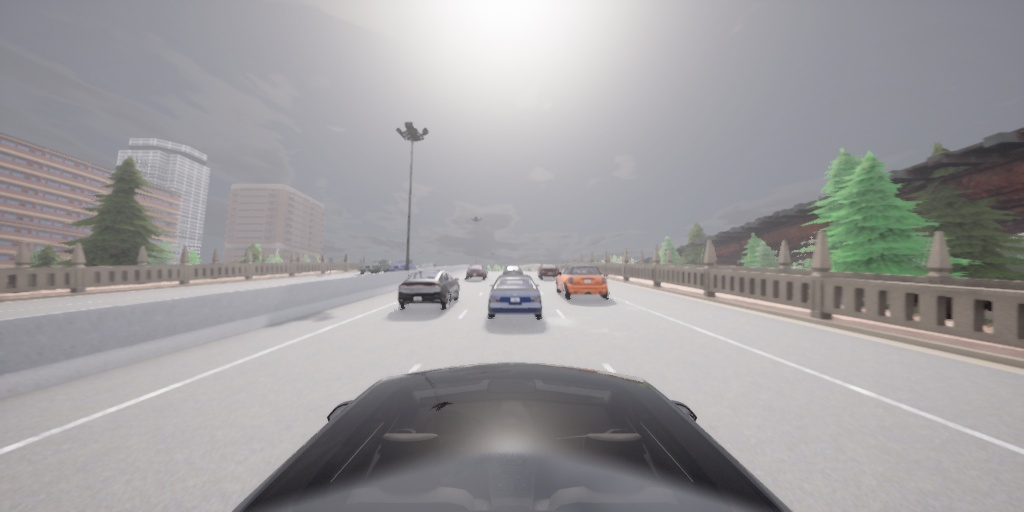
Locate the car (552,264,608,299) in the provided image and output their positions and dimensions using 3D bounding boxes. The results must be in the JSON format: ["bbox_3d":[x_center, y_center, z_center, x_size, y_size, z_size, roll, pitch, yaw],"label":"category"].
[{"bbox_3d":[3.595,1.242,19.150,2.097,1.767,4.553,0,0,0],"label":"car"}]

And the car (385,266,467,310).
[{"bbox_3d":[-3.404,1.351,15.366,2.128,1.511,4.902,0,0,0],"label":"car"}]

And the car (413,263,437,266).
[{"bbox_3d":[-10.595,1.585,45.514,1.882,1.535,5.008,0,0,0],"label":"car"}]

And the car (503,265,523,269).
[{"bbox_3d":[0.092,1.587,35.214,1.994,1.385,4.181,0,0,0],"label":"car"}]

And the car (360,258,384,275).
[{"bbox_3d":[-17.595,1.335,46.319,2.150,2.045,5.566,0,0,0],"label":"car"}]

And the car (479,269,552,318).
[{"bbox_3d":[0.097,1.390,13.349,2.033,1.411,5.357,0,0,0],"label":"car"}]

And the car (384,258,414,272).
[{"bbox_3d":[-14.096,1.335,46.313,2.150,2.045,5.566,0,0,0],"label":"car"}]

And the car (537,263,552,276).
[{"bbox_3d":[3.592,1.507,36.085,1.882,1.535,5.008,0,0,0],"label":"car"}]

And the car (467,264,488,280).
[{"bbox_3d":[-3.408,1.548,35.234,1.812,1.442,4.674,0,0,0],"label":"car"}]
